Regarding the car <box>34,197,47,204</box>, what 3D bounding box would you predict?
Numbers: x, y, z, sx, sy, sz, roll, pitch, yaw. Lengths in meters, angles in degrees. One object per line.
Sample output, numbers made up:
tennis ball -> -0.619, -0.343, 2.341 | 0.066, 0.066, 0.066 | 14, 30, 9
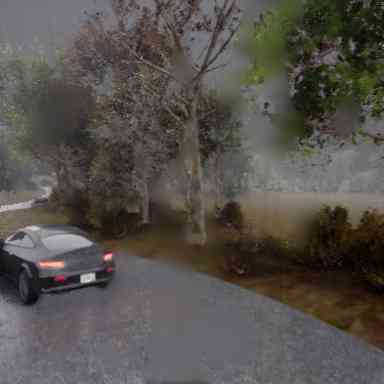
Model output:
car -> -28.301, 1.497, 62.771 | 1.895, 1.301, 4.718 | -1, 2, -12

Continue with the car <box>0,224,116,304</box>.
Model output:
car -> -3.595, 1.532, 8.249 | 1.812, 1.442, 4.674 | 0, 0, -42
